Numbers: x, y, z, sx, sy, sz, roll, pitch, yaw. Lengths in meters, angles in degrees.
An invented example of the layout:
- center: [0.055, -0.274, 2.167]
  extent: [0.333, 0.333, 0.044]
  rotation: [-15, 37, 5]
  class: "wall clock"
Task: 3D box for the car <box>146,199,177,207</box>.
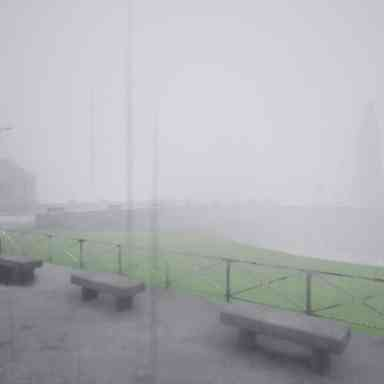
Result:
- center: [-4.176, 1.590, 46.299]
  extent: [1.895, 1.301, 4.718]
  rotation: [0, 0, 36]
  class: "car"
